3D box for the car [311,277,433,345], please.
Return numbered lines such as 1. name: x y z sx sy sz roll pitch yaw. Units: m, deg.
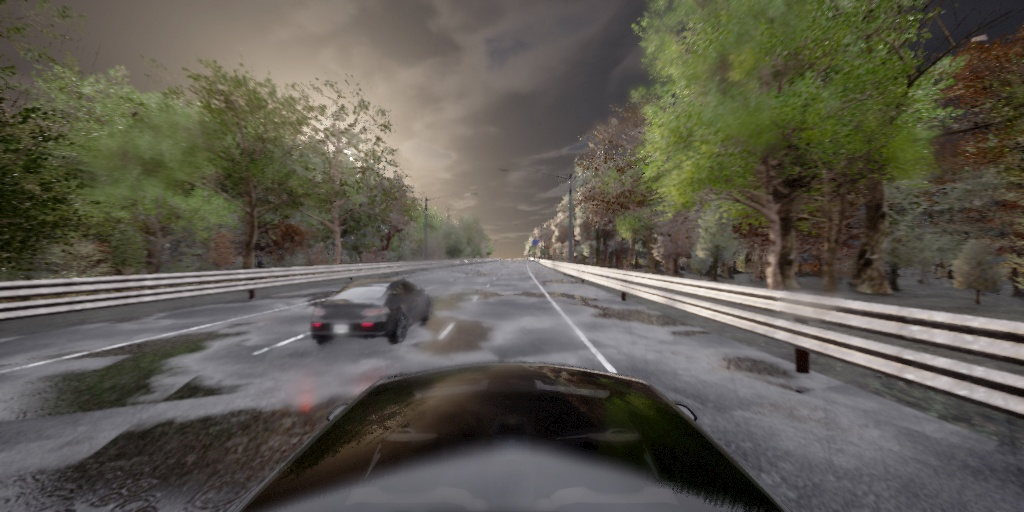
1. car: -3.385 1.280 9.423 1.812 1.442 4.674 0 0 0
